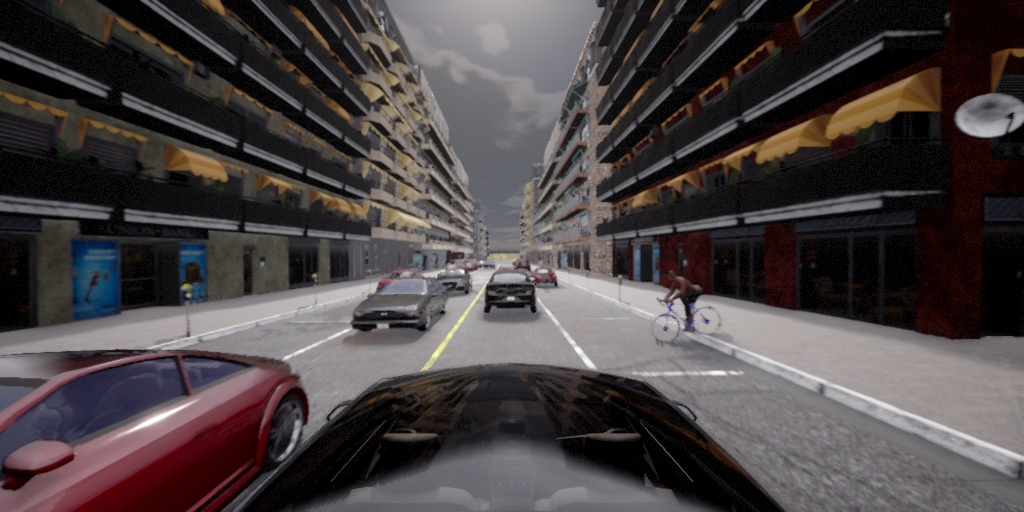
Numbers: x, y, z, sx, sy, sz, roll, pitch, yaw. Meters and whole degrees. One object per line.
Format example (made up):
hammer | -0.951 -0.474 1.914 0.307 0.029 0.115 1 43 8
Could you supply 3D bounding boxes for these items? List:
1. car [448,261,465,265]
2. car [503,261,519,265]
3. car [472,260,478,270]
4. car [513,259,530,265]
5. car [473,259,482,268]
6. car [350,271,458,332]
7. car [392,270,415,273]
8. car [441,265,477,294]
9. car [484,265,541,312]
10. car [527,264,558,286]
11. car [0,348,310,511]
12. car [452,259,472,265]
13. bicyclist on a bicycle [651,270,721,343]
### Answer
car | -6.273 1.522 36.628 1.751 1.417 4.829 0 0 -1
car | -0.555 1.576 40.608 1.895 1.301 4.718 0 0 -1
car | -6.576 1.636 53.791 1.888 1.381 4.507 0 0 -1
car | 1.770 1.345 53.997 2.192 1.841 5.009 0 0 -1
car | -6.676 1.436 59.453 2.192 1.841 5.009 0 0 -1
car | -3.242 1.380 11.571 2.033 1.411 5.357 0 0 -1
car | -5.975 1.445 19.809 1.888 1.381 4.507 0 0 -1
car | -3.415 1.454 21.408 1.994 1.385 4.181 0 0 -2
car | -0.084 1.304 14.672 1.882 1.535 5.008 0 0 -1
car | 2.270 1.453 25.681 1.802 1.307 4.207 0 0 -1
car | -3.077 1.339 2.049 1.994 1.385 4.181 0 0 -2
car | -6.376 1.343 42.463 2.192 1.841 5.009 0 0 -1
bicyclist on a bicycle | 3.927 1.125 8.250 1.656 1.620 0.582 -10 0 -1
